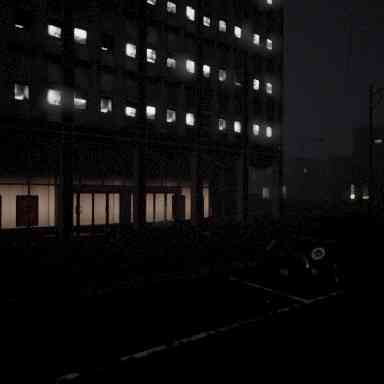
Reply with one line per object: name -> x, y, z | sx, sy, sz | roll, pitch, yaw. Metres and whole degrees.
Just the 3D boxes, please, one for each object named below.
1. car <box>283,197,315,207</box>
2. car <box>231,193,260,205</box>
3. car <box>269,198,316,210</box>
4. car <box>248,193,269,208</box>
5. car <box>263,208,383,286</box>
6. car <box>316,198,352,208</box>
car -> 15.524, 1.479, 48.518 | 1.802, 1.307, 4.206 | 1, 0, -35
car -> 9.232, 1.167, 57.629 | 2.192, 1.841, 5.009 | 1, 0, -35
car -> 11.777, 1.426, 39.201 | 2.008, 1.369, 4.403 | 1, 0, -35
car -> 8.631, 1.166, 43.757 | 2.192, 1.841, 5.009 | 1, 0, -35
car -> 3.888, 1.441, 9.330 | 4.097, 1.590, 1.967 | 0, 0, -36
car -> 18.576, 1.445, 44.103 | 1.752, 1.417, 4.829 | 1, 0, -35
